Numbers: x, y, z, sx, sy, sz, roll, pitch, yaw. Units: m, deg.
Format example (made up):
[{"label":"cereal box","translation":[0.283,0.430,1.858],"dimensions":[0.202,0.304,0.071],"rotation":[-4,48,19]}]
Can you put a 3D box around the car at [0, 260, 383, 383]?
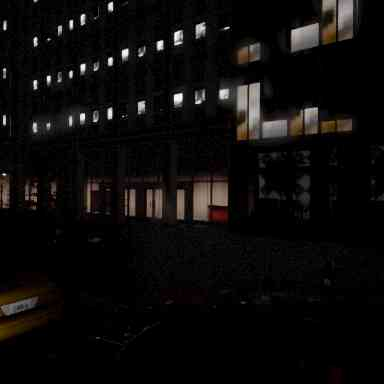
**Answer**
[{"label":"car","translation":[0.543,1.440,2.478],"dimensions":[4.097,1.590,1.967],"rotation":[0,1,36]}]

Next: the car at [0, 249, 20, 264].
[{"label":"car","translation":[-4.215,1.524,5.888],"dimensions":[4.829,1.417,1.752],"rotation":[0,1,36]}]
